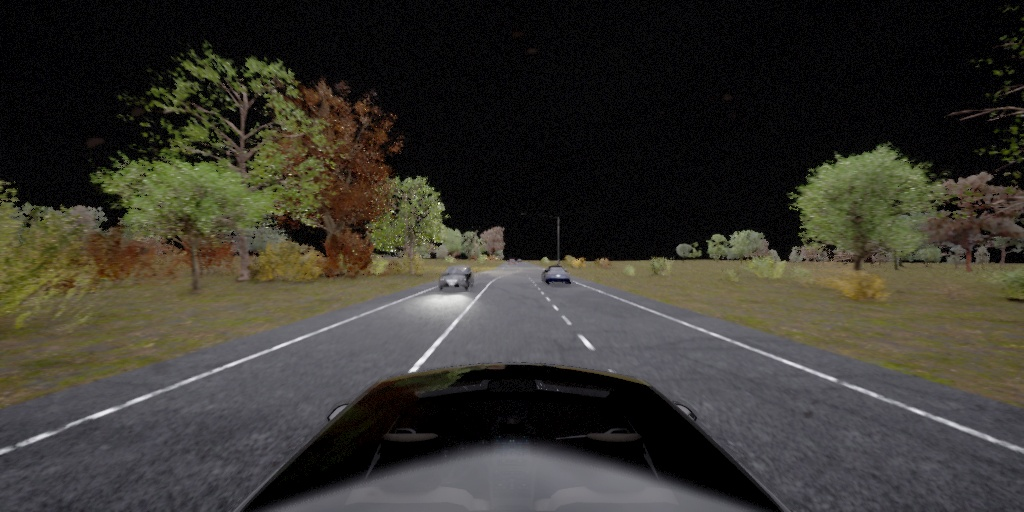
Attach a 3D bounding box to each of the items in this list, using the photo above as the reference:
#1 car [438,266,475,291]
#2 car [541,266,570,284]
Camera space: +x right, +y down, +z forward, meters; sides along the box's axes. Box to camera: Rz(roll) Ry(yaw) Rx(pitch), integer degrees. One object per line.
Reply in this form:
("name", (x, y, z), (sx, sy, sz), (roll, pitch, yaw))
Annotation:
("car", (-3.513, 1.389, 23.435), (2.128, 1.511, 4.902), (0, 0, 0))
("car", (3.492, 1.486, 29.001), (1.994, 1.385, 4.181), (0, 0, 0))
